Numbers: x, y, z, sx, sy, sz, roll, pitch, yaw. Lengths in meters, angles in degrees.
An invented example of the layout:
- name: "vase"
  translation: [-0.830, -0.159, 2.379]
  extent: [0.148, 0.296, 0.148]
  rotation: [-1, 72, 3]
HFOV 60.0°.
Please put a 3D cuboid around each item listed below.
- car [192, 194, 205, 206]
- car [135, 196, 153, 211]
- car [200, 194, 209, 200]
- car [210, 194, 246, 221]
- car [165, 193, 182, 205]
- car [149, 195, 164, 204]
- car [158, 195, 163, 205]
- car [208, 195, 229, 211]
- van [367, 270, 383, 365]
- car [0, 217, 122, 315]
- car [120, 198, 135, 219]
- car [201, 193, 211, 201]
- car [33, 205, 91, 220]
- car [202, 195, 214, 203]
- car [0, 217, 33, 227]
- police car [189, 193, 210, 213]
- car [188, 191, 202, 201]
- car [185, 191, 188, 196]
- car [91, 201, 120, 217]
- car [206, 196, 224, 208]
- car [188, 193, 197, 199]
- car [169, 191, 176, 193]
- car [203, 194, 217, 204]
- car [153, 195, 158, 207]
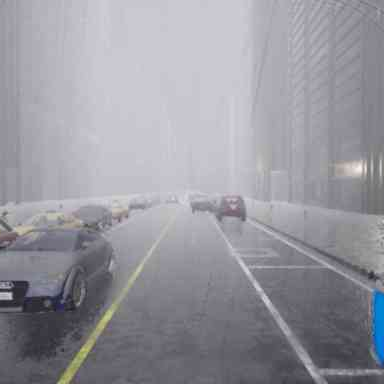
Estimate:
- name: "car"
  translation: [0.961, 1.102, 49.200]
  extent: [1.801, 1.575, 5.366]
  rotation: [0, 0, 0]
- name: "car"
  translation: [-5.717, 1.281, 36.164]
  extent: [1.887, 1.381, 4.507]
  rotation: [0, 0, 0]
- name: "car"
  translation: [2.857, 1.037, 75.899]
  extent: [1.947, 1.339, 4.313]
  rotation: [0, 0, 0]
- name: "car"
  translation: [2.794, 1.132, 24.800]
  extent: [2.192, 1.841, 5.009]
  rotation: [0, 0, 0]
- name: "car"
  translation: [-3.014, 1.204, 50.263]
  extent: [1.994, 1.385, 4.181]
  rotation: [0, 0, 0]
- name: "car"
  translation: [-5.696, 1.186, 53.195]
  extent: [1.947, 1.339, 4.313]
  rotation: [0, 0, 0]
- name: "car"
  translation: [-5.703, 1.203, 47.518]
  extent: [1.887, 1.381, 4.507]
  rotation: [0, 0, 0]
- name: "car"
  translation: [2.808, 1.176, 36.157]
  extent: [1.967, 1.590, 4.097]
  rotation: [0, 0, 0]
- name: "van"
  translation: [2.766, 1.325, 2.091]
  extent: [1.690, 1.788, 3.998]
  rotation: [0, 0, 0]
- name: "car"
  translation: [-3.090, 1.508, 7.458]
  extent: [1.994, 1.385, 4.181]
  rotation: [0, 0, 0]
- name: "car"
  translation: [-5.731, 1.344, 24.638]
  extent: [1.752, 1.417, 4.829]
  rotation: [0, 0, 0]
- name: "car"
  translation: [2.849, 0.948, 70.221]
  extent: [1.967, 1.590, 4.097]
  rotation: [0, 0, 0]
- name: "car"
  translation: [-5.745, 1.427, 13.284]
  extent: [1.752, 1.417, 4.829]
  rotation: [0, 0, 0]
- name: "car"
  translation: [2.835, 1.148, 58.867]
  extent: [1.947, 1.339, 4.313]
  rotation: [0, 0, 0]
- name: "car"
  translation: [-5.752, 1.382, 7.777]
  extent: [1.967, 1.590, 4.097]
  rotation: [0, 0, 0]
- name: "police car"
  translation: [0.942, 1.183, 33.120]
  extent: [1.930, 1.638, 5.238]
  rotation: [0, 0, 0]
- name: "car"
  translation: [0.820, 1.041, 42.965]
  extent: [2.097, 1.767, 4.553]
  rotation: [0, 0, -1]
- name: "car"
  translation: [0.085, 1.004, 67.747]
  extent: [2.128, 1.511, 4.902]
  rotation: [0, 0, 0]
- name: "car"
  translation: [-5.738, 1.425, 19.132]
  extent: [1.947, 1.339, 4.313]
  rotation: [0, 0, 0]
- name: "car"
  translation: [2.814, 1.241, 41.835]
  extent: [1.887, 1.381, 4.507]
  rotation: [0, 0, 0]
- name: "car"
  translation: [0.104, 0.922, 83.052]
  extent: [2.128, 1.511, 4.902]
  rotation: [0, 0, 0]
- name: "car"
  translation: [-5.662, 0.874, 81.580]
  extent: [1.967, 1.590, 4.097]
  rotation: [0, 0, 0]
- name: "car"
  translation: [2.829, 1.060, 53.188]
  extent: [1.967, 1.590, 4.097]
  rotation: [0, 0, 0]
- name: "car"
  translation: [-5.711, 1.223, 41.671]
  extent: [1.752, 1.417, 4.829]
  rotation: [0, 0, 0]
